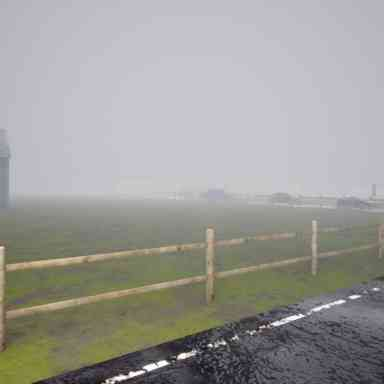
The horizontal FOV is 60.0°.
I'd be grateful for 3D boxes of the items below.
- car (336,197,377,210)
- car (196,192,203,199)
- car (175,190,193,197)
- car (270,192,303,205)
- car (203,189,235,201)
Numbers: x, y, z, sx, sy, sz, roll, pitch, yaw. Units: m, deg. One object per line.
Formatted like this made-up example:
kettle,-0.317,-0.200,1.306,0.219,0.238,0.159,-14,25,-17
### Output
car,18.400,1.216,37.358,1.994,1.385,4.181,0,1,-35
car,2.793,0.597,65.485,1.837,1.490,4.892,0,1,-35
car,-1.772,0.362,71.827,1.837,1.490,4.892,0,1,-36
car,12.829,0.830,45.173,2.097,1.767,4.553,0,1,-35
car,4.843,0.453,56.386,2.150,2.045,5.566,0,1,-35
